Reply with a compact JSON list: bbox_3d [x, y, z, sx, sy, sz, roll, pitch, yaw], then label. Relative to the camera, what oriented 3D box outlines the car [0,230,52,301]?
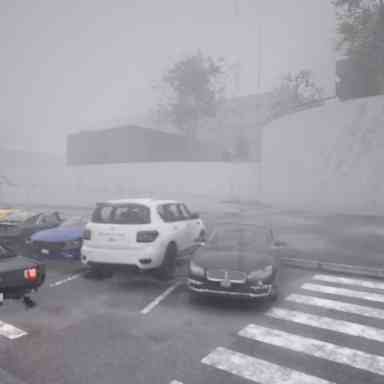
[{"bbox_3d":[-5.265,1.587,7.129,4.718,1.301,1.895,0,0,35],"label":"car"}]

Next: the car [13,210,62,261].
[{"bbox_3d":[-3.582,1.478,12.040,2.097,1.535,5.008,1,-1,15],"label":"car"}]

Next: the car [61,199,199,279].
[{"bbox_3d":[-1.154,1.228,10.338,2.435,2.045,5.566,0,-1,15],"label":"car"}]

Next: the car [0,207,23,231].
[{"bbox_3d":[-6.020,1.480,13.763,2.231,1.521,4.892,0,-1,15],"label":"car"}]

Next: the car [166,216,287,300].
[{"bbox_3d":[1.279,1.485,8.581,2.231,1.521,4.892,1,-1,15],"label":"car"}]
